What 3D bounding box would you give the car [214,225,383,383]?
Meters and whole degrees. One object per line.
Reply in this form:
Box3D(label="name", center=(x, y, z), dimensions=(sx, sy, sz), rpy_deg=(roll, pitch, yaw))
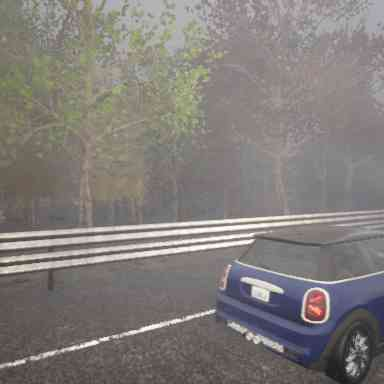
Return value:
Box3D(label="car", center=(2.631, 1.361, 5.591), dimensions=(4.553, 1.767, 2.097), rpy_deg=(0, 0, -35))
